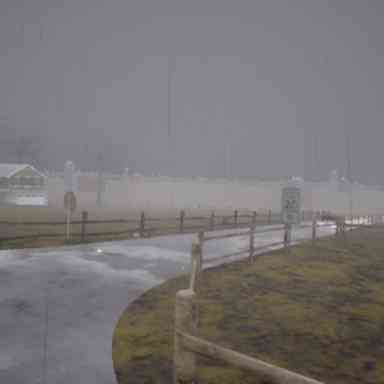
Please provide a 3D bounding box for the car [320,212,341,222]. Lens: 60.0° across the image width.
[{"bbox_3d":[19.333,3.463,46.269,1.895,1.301,4.718,2,-1,35],"label":"car"}]
